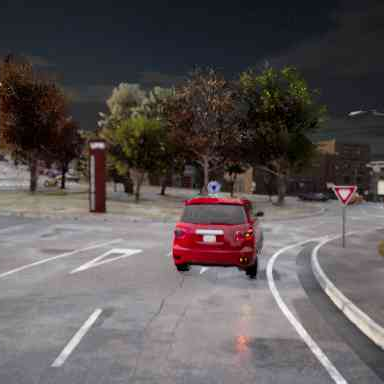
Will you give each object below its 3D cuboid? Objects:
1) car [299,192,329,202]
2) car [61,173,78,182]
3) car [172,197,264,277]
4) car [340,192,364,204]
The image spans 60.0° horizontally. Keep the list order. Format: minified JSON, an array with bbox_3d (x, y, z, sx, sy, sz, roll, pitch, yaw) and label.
[{"bbox_3d":[19.683,0.777,53.884,2.033,1.411,5.357,-1,2,-21],"label":"car"},{"bbox_3d":[-31.045,-3.596,87.870,2.231,1.521,4.892,7,6,28],"label":"car"},{"bbox_3d":[1.020,1.168,10.419,2.150,2.045,5.566,0,0,13],"label":"car"},{"bbox_3d":[23.278,0.753,48.334,2.097,1.767,4.553,2,2,44],"label":"car"}]
